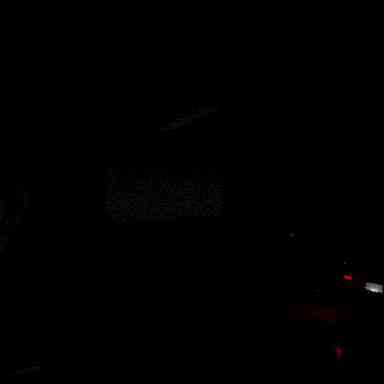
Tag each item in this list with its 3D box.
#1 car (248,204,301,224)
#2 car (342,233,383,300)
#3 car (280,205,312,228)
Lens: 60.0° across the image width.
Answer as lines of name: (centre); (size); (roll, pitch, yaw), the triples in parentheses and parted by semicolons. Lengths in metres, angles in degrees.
car: (7.168, 1.831, 28.422); (2.033, 1.411, 5.357); (-1, -1, 43)
car: (5.158, 1.594, 7.486); (4.674, 1.442, 1.812); (0, -1, -38)
car: (6.278, 1.701, 22.523); (5.008, 1.535, 1.882); (0, -1, -45)
